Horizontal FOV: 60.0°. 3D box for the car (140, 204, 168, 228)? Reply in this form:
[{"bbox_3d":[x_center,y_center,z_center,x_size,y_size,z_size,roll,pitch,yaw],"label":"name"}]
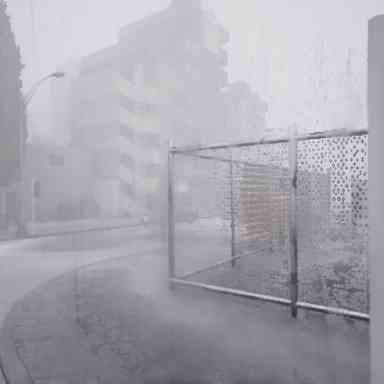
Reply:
[{"bbox_3d":[-1.529,1.602,23.332,2.128,1.511,4.902,-1,0,36],"label":"car"}]
